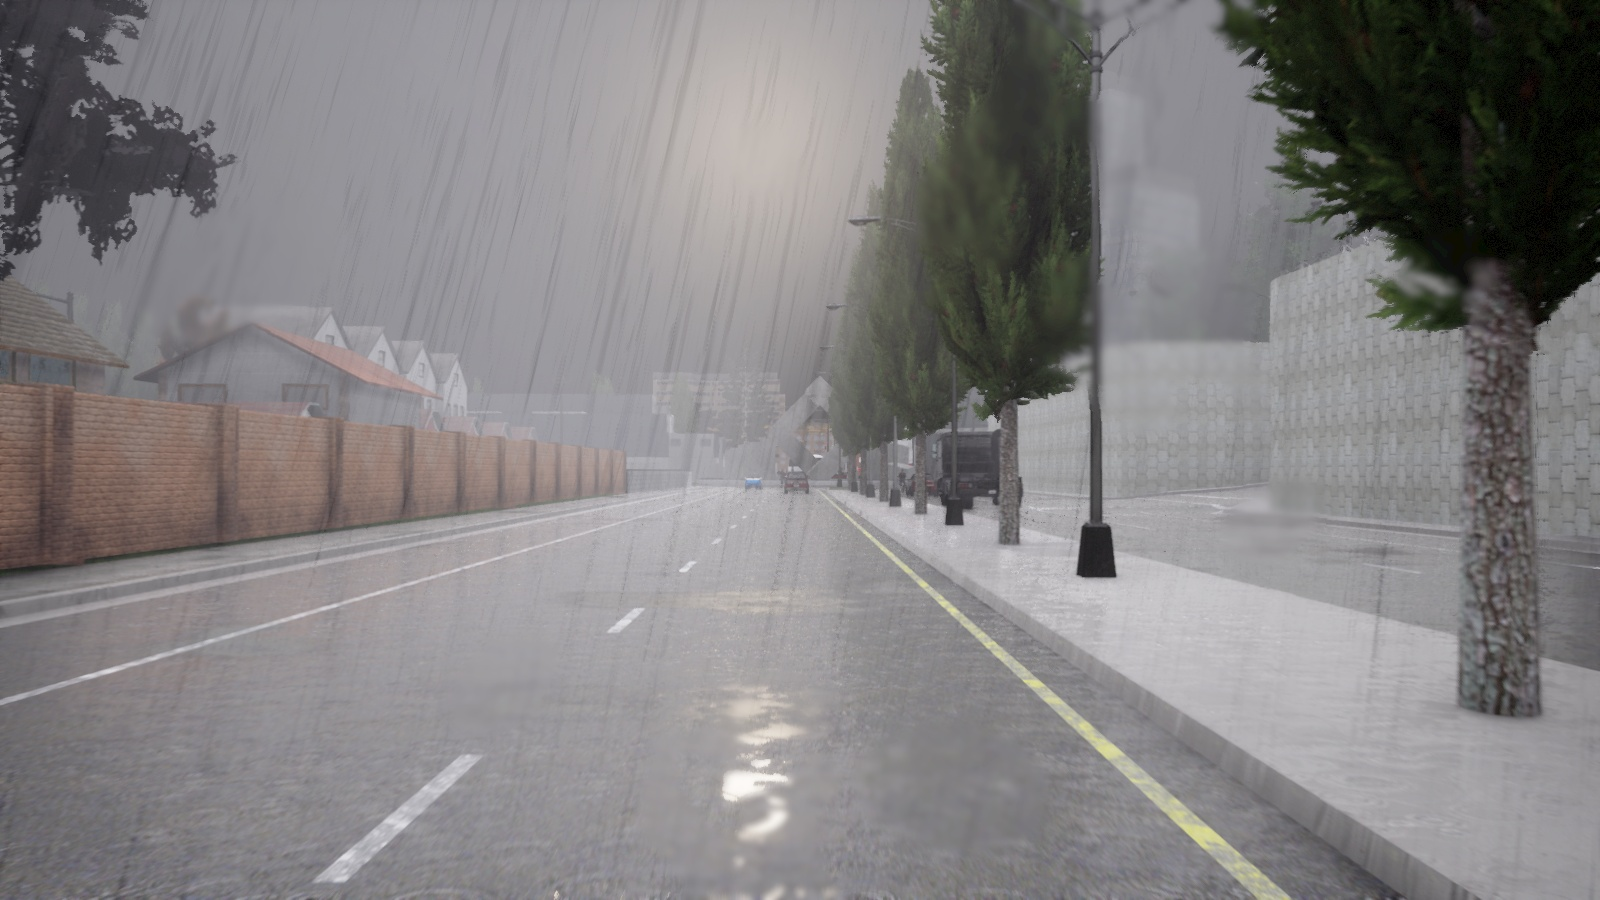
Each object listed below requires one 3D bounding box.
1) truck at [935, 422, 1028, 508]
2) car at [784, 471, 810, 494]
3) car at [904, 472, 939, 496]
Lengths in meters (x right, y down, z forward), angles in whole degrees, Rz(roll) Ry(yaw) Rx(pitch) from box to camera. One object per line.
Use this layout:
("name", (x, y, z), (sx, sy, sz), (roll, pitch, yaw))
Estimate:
("truck", (7.856, 0.699, 55.462), (2.891, 3.462, 7.936), (-1, -1, 0))
("car", (-0.210, 2.244, 86.604), (1.789, 1.549, 3.705), (0, -1, 0))
("car", (7.804, 2.150, 80.838), (1.816, 1.474, 4.193), (0, -1, 0))
